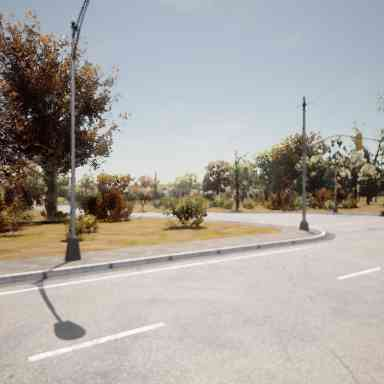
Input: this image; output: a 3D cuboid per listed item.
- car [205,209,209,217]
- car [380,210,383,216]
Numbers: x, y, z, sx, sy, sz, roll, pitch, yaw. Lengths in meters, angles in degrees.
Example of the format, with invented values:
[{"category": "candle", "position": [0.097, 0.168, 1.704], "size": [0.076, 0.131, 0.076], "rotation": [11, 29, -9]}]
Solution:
[{"category": "car", "position": [-0.103, 2.131, 36.207], "size": [1.895, 1.301, 4.718], "rotation": [0, -3, -33]}, {"category": "car", "position": [18.331, 1.570, 27.020], "size": [2.033, 1.411, 5.357], "rotation": [0, -1, -33]}]
